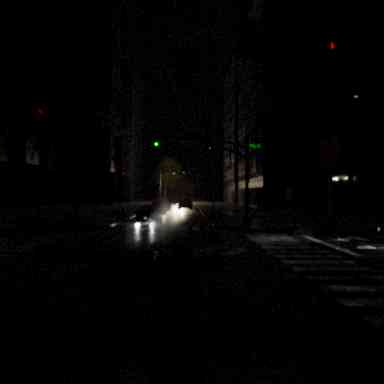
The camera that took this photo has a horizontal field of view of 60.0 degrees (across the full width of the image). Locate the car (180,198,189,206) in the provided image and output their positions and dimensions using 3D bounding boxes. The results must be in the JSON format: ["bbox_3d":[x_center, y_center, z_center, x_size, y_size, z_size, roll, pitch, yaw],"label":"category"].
[{"bbox_3d":[-1.526,2.061,70.644,1.882,1.535,5.008,0,0,-1],"label":"car"}]

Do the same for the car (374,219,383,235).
[{"bbox_3d":[12.227,1.695,17.459,4.902,1.511,2.128,0,0,-1],"label":"car"}]

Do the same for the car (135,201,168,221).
[{"bbox_3d":[-3.719,1.781,29.992,2.033,1.411,5.357,0,0,2],"label":"car"}]

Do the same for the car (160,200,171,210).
[{"bbox_3d":[-3.926,1.791,39.793,1.882,1.535,5.008,0,0,-1],"label":"car"}]

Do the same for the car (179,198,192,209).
[{"bbox_3d":[-1.041,1.785,52.503,2.097,1.767,4.553,0,0,-1],"label":"car"}]
